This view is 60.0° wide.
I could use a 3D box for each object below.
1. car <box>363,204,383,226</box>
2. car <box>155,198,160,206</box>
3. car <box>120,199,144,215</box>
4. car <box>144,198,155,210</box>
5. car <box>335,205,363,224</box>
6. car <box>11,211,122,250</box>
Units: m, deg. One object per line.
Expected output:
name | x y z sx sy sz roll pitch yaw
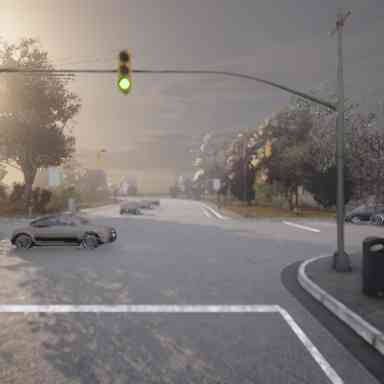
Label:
car | 14.660 1.536 22.675 4.553 1.767 2.097 0 0 -3
car | -7.357 1.927 65.813 1.882 1.535 5.008 0 0 -2
car | -7.106 1.817 38.654 1.837 1.490 4.892 0 0 0
car | -7.131 1.897 50.379 1.837 1.490 4.892 0 0 0
car | 13.778 1.715 26.130 4.892 1.490 1.837 0 0 -3
car | -5.432 1.682 14.423 4.181 1.385 1.994 0 0 -3
